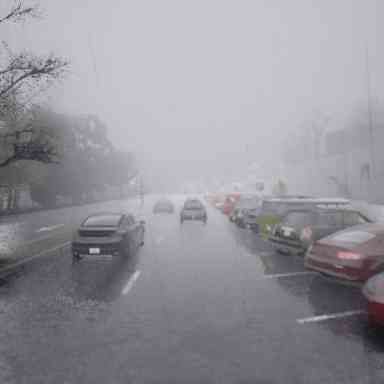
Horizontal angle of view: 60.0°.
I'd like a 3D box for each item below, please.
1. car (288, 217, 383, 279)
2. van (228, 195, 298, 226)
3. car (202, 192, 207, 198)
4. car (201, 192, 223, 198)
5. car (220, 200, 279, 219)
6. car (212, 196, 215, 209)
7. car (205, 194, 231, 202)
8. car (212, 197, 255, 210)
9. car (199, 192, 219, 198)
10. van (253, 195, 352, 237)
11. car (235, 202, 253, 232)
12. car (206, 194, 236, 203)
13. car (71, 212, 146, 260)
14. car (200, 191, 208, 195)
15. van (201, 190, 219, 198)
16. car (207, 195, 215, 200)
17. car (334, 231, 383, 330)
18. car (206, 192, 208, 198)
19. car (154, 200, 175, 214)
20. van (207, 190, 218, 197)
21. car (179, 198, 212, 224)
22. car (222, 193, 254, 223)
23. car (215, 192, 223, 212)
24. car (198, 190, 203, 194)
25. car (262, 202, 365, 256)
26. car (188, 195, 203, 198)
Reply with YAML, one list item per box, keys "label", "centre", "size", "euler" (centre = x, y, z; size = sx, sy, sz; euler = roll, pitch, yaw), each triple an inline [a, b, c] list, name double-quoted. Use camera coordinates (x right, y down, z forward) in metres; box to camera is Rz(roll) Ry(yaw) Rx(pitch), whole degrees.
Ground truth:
- label: "car"
  centre: [5.065, 1.524, 8.376]
  size: [4.674, 1.452, 2.002]
  euler: [1, 0, -20]
- label: "van"
  centre: [4.963, 1.246, 23.244]
  size: [4.442, 1.987, 1.878]
  euler: [1, 0, -20]
- label: "car"
  centre: [4.891, 1.201, 56.053]
  size: [5.366, 1.575, 1.946]
  euler: [0, 1, -20]
- label: "car"
  centre: [5.236, 0.833, 86.005]
  size: [5.366, 1.575, 1.946]
  euler: [1, 0, -20]
- label: "car"
  centre: [5.064, 1.502, 29.259]
  size: [4.674, 1.452, 2.002]
  euler: [1, 0, -20]
- label: "car"
  centre: [5.039, 1.467, 35.216]
  size: [4.792, 1.488, 2.163]
  euler: [1, 1, -20]
- label: "car"
  centre: [5.060, 1.110, 65.068]
  size: [4.674, 1.452, 2.002]
  euler: [1, 1, -20]
- label: "car"
  centre: [5.093, 1.426, 41.213]
  size: [4.792, 1.488, 2.163]
  euler: [1, 0, -20]
- label: "car"
  centre: [4.889, 0.752, 94.820]
  size: [5.366, 1.575, 1.946]
  euler: [1, 1, -20]
- label: "van"
  centre: [5.180, 1.255, 14.383]
  size: [4.442, 1.987, 1.878]
  euler: [1, 0, -20]
- label: "car"
  centre: [5.063, 1.478, 17.323]
  size: [4.892, 1.521, 2.231]
  euler: [1, 0, -20]
- label: "car"
  centre: [5.091, 1.189, 59.115]
  size: [4.792, 1.488, 2.163]
  euler: [0, 1, -20]
- label: "car"
  centre: [-2.901, 1.496, 12.336]
  size: [1.837, 1.490, 4.892]
  euler: [0, 0, 0]
- label: "car"
  centre: [4.891, 1.108, 62.019]
  size: [5.366, 1.575, 1.946]
  euler: [0, 1, -20]
- label: "van"
  centre: [4.956, 0.555, 91.860]
  size: [4.442, 1.987, 1.878]
  euler: [1, 1, -20]
- label: "car"
  centre: [4.895, 1.413, 38.143]
  size: [5.366, 1.575, 1.946]
  euler: [1, 1, -20]
- label: "car"
  centre: [5.044, 1.515, 5.357]
  size: [4.792, 1.488, 2.163]
  euler: [1, 0, -20]
- label: "car"
  centre: [5.038, 1.167, 50.143]
  size: [4.553, 1.767, 2.185]
  euler: [0, 1, -20]
- label: "car"
  centre: [-2.903, 1.512, 35.214]
  size: [1.994, 1.385, 4.181]
  euler: [0, 0, 0]
- label: "van"
  centre: [4.961, 1.106, 47.114]
  size: [4.442, 1.987, 1.878]
  euler: [0, 1, -20]
- label: "car"
  centre: [0.097, 1.474, 24.473]
  size: [2.128, 1.511, 4.902]
  euler: [0, 0, 0]
- label: "car"
  centre: [5.047, 1.224, 20.291]
  size: [5.566, 2.045, 2.435]
  euler: [1, 0, -20]
- label: "car"
  centre: [5.097, 1.219, 26.287]
  size: [5.566, 2.045, 2.435]
  euler: [1, 0, -20]
- label: "car"
  centre: [5.092, 0.670, 77.006]
  size: [5.566, 2.045, 2.435]
  euler: [1, 0, -20]
- label: "car"
  centre: [5.041, 1.356, 11.348]
  size: [4.553, 1.767, 2.185]
  euler: [1, 0, -20]
- label: "car"
  centre: [0.096, 1.391, 42.831]
  size: [1.837, 1.490, 4.892]
  euler: [0, 0, 0]
